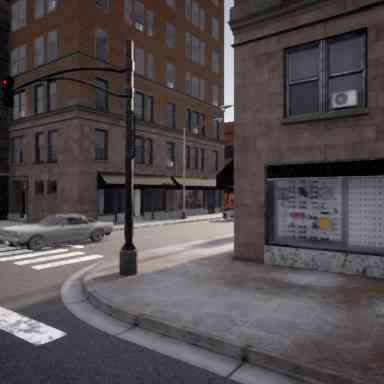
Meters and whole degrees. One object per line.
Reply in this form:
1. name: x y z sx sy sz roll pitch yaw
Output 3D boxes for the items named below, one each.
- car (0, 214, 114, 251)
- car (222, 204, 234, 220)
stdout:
1. car: -5.812 1.647 14.572 1.895 1.301 4.718 0 0 35
2. car: 4.392 1.610 28.888 2.128 1.511 4.902 0 0 36
